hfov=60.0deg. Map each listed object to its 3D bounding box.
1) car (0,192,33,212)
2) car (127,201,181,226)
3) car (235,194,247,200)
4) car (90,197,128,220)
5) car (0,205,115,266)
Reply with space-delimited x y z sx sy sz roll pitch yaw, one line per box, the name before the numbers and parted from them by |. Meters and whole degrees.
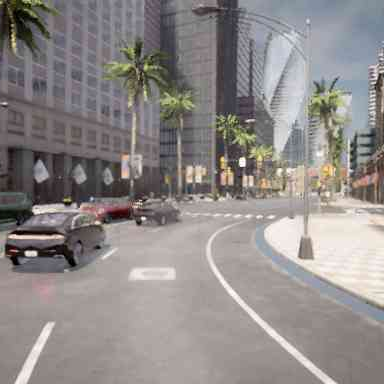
car | -10.954 1.040 17.822 2.150 2.045 5.566 0 0 11
car | -2.229 1.388 22.637 1.837 1.490 4.892 1 0 18
car | 12.282 1.284 83.113 2.161 1.482 4.786 1 0 23
car | -5.975 1.196 23.333 2.097 1.767 4.553 1 0 19
car | -4.264 1.403 11.127 2.128 1.511 4.902 1 0 -1
